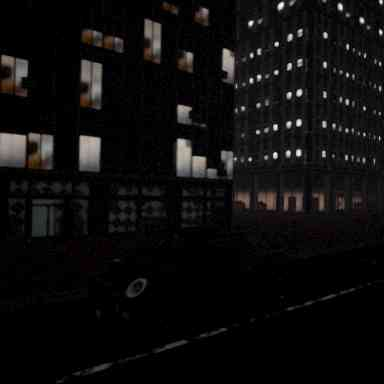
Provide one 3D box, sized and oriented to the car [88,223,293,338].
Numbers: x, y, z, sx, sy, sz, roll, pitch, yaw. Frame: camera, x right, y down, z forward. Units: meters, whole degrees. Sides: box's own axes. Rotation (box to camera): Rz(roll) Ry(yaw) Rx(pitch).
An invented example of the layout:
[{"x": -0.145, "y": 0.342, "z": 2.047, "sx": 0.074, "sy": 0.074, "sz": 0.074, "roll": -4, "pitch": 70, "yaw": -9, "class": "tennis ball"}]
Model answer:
[{"x": 0.091, "y": 1.458, "z": 6.608, "sx": 4.097, "sy": 1.590, "sz": 1.967, "roll": 0, "pitch": 1, "yaw": -35, "class": "car"}]
